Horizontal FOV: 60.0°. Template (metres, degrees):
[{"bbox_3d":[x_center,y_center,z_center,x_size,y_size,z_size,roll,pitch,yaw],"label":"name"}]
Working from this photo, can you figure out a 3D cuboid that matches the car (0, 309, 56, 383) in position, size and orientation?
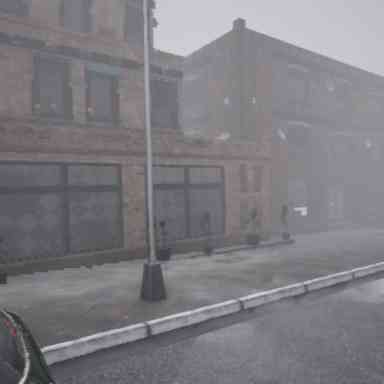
[{"bbox_3d":[-2.904,1.353,1.334,4.553,1.767,2.097,0,0,-35],"label":"car"}]
